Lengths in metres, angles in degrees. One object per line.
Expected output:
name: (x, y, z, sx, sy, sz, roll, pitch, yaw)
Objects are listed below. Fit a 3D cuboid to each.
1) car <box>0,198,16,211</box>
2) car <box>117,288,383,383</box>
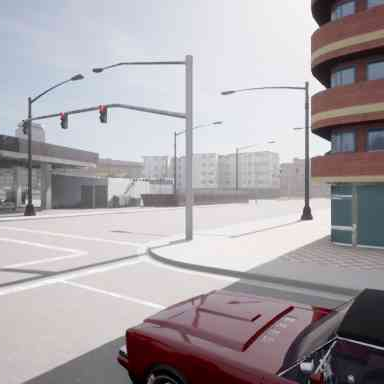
car: (-22.300, 1.456, 38.828, 3.806, 1.475, 1.970, 0, 0, 36)
car: (1.551, 1.601, 2.867, 4.718, 1.301, 1.895, 0, 0, 36)
